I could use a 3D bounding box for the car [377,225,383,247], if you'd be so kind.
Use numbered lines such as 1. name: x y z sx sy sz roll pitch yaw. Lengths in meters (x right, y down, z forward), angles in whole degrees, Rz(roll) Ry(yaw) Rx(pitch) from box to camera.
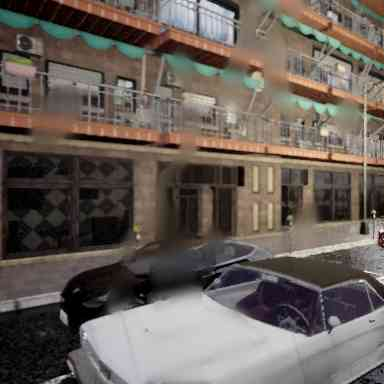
1. car: 9.019 1.409 12.990 4.097 1.590 1.967 0 0 -36

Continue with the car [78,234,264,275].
1. car: -0.203 1.558 6.409 4.313 1.339 1.947 0 0 -36

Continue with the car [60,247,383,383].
1. car: 1.054 1.594 4.117 4.718 1.301 1.895 0 0 -35
